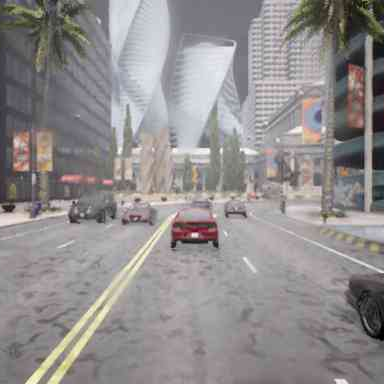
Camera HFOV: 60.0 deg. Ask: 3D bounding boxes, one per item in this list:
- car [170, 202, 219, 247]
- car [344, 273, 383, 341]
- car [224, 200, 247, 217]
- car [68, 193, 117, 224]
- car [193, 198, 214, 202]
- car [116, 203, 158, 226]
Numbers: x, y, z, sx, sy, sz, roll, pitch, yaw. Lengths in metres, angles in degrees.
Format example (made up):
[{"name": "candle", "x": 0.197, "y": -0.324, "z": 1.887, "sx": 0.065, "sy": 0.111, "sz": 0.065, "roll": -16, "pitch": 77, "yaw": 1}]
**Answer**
[{"name": "car", "x": 0.103, "y": 1.413, "z": 14.644, "sx": 1.882, "sy": 1.535, "sz": 5.008, "roll": 0, "pitch": 0, "yaw": 0}, {"name": "car", "x": 3.601, "y": 1.532, "z": 3.416, "sx": 2.033, "sy": 1.411, "sz": 5.357, "roll": 0, "pitch": 0, "yaw": 0}, {"name": "car", "x": 3.848, "y": 1.418, "z": 29.762, "sx": 2.033, "sy": 1.411, "sz": 5.357, "roll": 0, "pitch": 0, "yaw": 5}, {"name": "car", "x": -6.995, "y": 1.116, "z": 24.119, "sx": 2.150, "sy": 2.045, "sz": 5.566, "roll": 0, "pitch": 0, "yaw": 2}, {"name": "car", "x": 1.133, "y": 1.340, "z": 34.830, "sx": 2.128, "sy": 1.511, "sz": 4.902, "roll": 0, "pitch": 0, "yaw": 10}, {"name": "car", "x": -3.477, "y": 1.465, "z": 22.646, "sx": 1.994, "sy": 1.385, "sz": 4.181, "roll": 0, "pitch": 0, "yaw": 1}]
